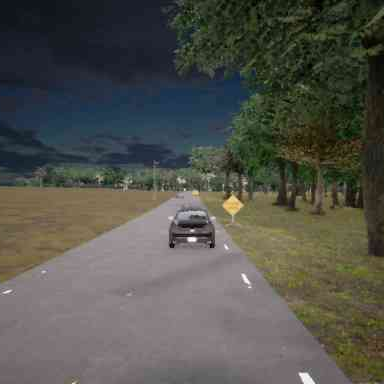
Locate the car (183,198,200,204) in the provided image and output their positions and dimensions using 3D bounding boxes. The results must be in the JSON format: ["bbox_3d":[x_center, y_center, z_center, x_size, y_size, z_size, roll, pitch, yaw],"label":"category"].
[{"bbox_3d":[0.000,1.533,29.676,1.895,1.301,4.718,0,0,0],"label":"car"}]

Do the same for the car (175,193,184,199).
[{"bbox_3d":[-2.750,0.849,75.941,1.994,1.385,4.181,0,1,0],"label":"car"}]

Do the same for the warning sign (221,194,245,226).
[{"bbox_3d":[2.444,1.077,19.913,1.300,1.860,1.060,0,0,0],"label":"warning sign"}]

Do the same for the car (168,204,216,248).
[{"bbox_3d":[0.000,1.492,14.648,1.837,1.490,4.892,0,0,0],"label":"car"}]
